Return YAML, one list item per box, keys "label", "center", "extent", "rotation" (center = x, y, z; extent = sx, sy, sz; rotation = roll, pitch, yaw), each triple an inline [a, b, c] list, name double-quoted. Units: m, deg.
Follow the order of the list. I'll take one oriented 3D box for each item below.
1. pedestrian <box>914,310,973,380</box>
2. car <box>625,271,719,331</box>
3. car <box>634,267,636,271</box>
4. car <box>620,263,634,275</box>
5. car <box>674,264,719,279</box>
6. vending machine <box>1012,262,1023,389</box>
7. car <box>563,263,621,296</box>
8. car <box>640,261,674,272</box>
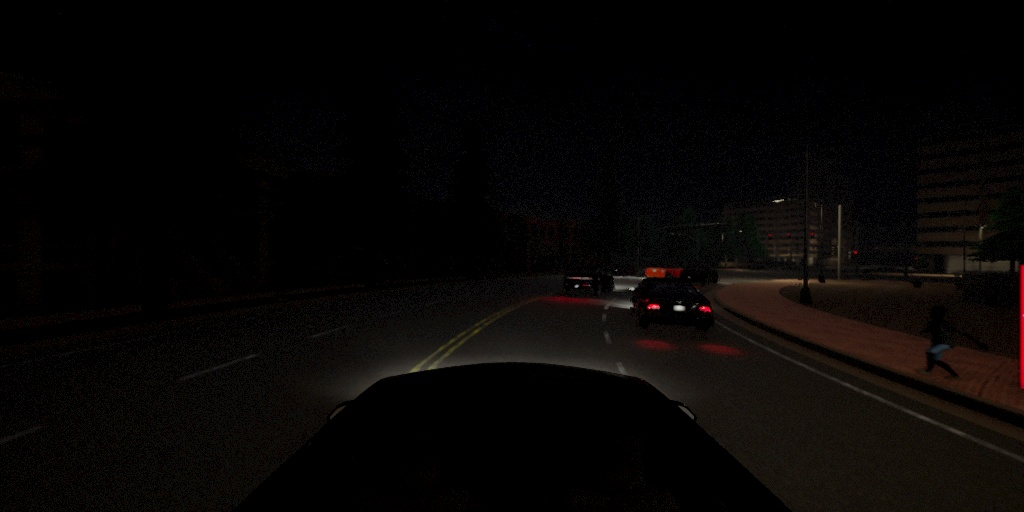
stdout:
- label: "pedestrian"
  center: [6.851, 1.007, 5.701]
  extent: [0.375, 1.860, 0.375]
  rotation: [1, 0, 7]
- label: "car"
  center: [4.928, 1.395, 11.567]
  extent: [2.033, 1.411, 5.357]
  rotation: [1, 0, 15]
- label: "car"
  center: [15.842, 1.601, 39.513]
  extent: [4.674, 1.442, 1.812]
  rotation: [1, 0, -41]
- label: "car"
  center: [12.555, 1.554, 41.297]
  extent: [4.674, 1.442, 1.812]
  rotation: [1, 0, -41]
- label: "car"
  center: [15.366, 1.524, 29.417]
  extent: [1.882, 1.535, 5.008]
  rotation: [0, 0, 44]
- label: "vending machine"
  center: [7.960, 1.075, 4.824]
  extent: [1.100, 2.100, 0.880]
  rotation: [0, 0, 6]
- label: "car"
  center: [4.419, 1.348, 20.258]
  extent: [2.128, 1.511, 4.902]
  rotation: [1, 0, 28]
- label: "car"
  center: [14.542, 1.394, 33.859]
  extent: [4.553, 1.767, 2.097]
  rotation: [1, 0, -40]
